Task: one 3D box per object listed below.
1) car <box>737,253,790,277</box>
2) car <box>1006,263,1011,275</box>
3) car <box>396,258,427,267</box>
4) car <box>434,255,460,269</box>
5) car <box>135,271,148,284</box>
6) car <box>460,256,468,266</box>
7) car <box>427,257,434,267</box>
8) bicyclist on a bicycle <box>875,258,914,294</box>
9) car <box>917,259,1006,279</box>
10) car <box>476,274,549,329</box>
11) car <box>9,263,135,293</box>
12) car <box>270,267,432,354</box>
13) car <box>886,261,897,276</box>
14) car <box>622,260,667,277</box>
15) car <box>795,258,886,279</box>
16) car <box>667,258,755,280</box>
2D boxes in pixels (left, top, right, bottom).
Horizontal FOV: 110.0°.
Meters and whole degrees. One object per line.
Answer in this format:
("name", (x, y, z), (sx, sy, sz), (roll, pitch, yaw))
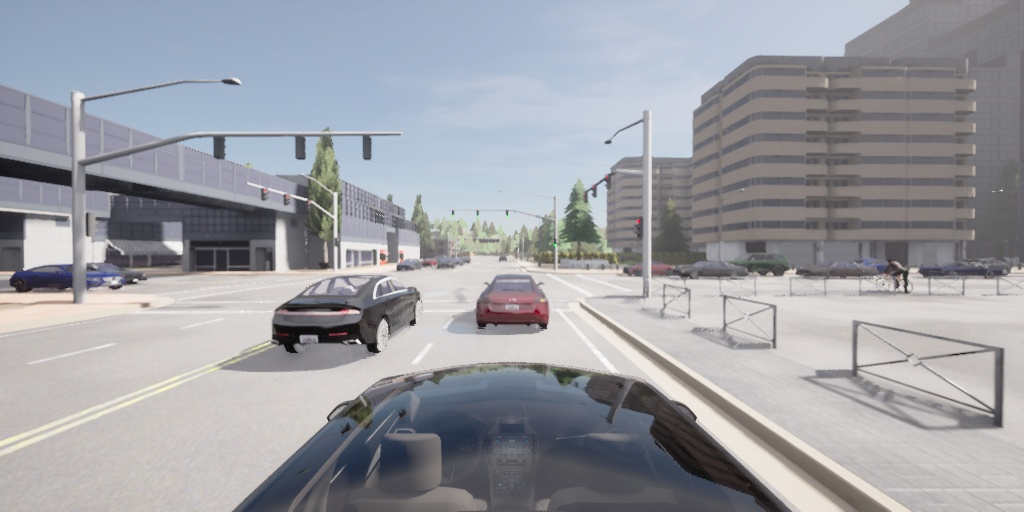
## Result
("car", (21.161, 0.719, 31.459), (5.566, 2.045, 2.150), (0, 0, -2))
("car", (41.304, 0.997, 31.971), (4.892, 1.490, 1.837), (0, 0, -1))
("car", (-11.672, 0.966, 41.159), (2.033, 1.411, 5.357), (0, 0, 0))
("car", (-8.260, 0.944, 45.607), (1.994, 1.385, 4.181), (0, 0, -2))
("car", (-26.124, 1.125, 22.300), (5.357, 1.411, 2.033), (0, 0, -1))
("car", (-8.501, 0.841, 55.904), (2.033, 1.411, 5.357), (0, 0, -1))
("car", (-11.887, 0.938, 50.745), (1.895, 1.301, 4.718), (0, 0, -1))
("bicyclist on a bicycle", (17.967, 0.923, 16.881), (0.582, 1.620, 1.656), (0, 0, -2))
("car", (35.234, 1.124, 28.333), (4.718, 1.301, 1.895), (0, 0, -1))
("car", (0.061, 1.236, 11.013), (1.994, 1.385, 4.181), (0, 1, 2))
("car", (-23.286, 1.133, 18.860), (4.674, 1.442, 1.812), (0, 0, -1))
("car", (-3.513, 1.185, 8.570), (2.128, 1.511, 4.902), (0, 1, -1))
("car", (31.187, 0.973, 31.730), (5.008, 1.535, 1.882), (0, 0, -1))
("car", (11.818, 1.064, 31.202), (4.181, 1.385, 1.994), (0, 0, -2))
("car", (25.371, 1.074, 28.074), (5.357, 1.411, 2.033), (0, 0, -2))
("car", (15.300, 1.077, 27.797), (5.357, 1.411, 2.033), (0, 0, -2))
